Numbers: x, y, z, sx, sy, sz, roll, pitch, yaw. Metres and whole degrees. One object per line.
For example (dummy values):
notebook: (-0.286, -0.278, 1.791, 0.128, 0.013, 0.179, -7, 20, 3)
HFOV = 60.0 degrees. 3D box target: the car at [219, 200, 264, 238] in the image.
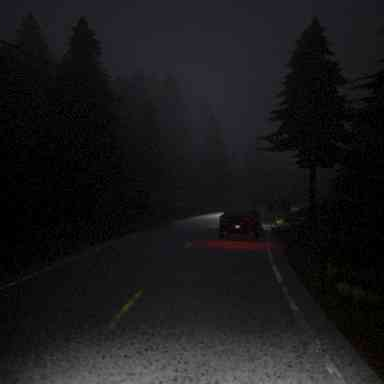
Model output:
car: (2.645, 1.396, 17.343, 1.882, 1.535, 5.008, 0, 0, 14)

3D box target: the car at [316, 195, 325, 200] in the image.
car: (27.294, 1.175, 70.221, 1.994, 1.385, 4.181, 0, 0, 35)

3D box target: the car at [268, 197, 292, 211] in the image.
car: (9.785, 1.336, 36.778, 2.128, 1.511, 4.902, 0, 0, 26)
